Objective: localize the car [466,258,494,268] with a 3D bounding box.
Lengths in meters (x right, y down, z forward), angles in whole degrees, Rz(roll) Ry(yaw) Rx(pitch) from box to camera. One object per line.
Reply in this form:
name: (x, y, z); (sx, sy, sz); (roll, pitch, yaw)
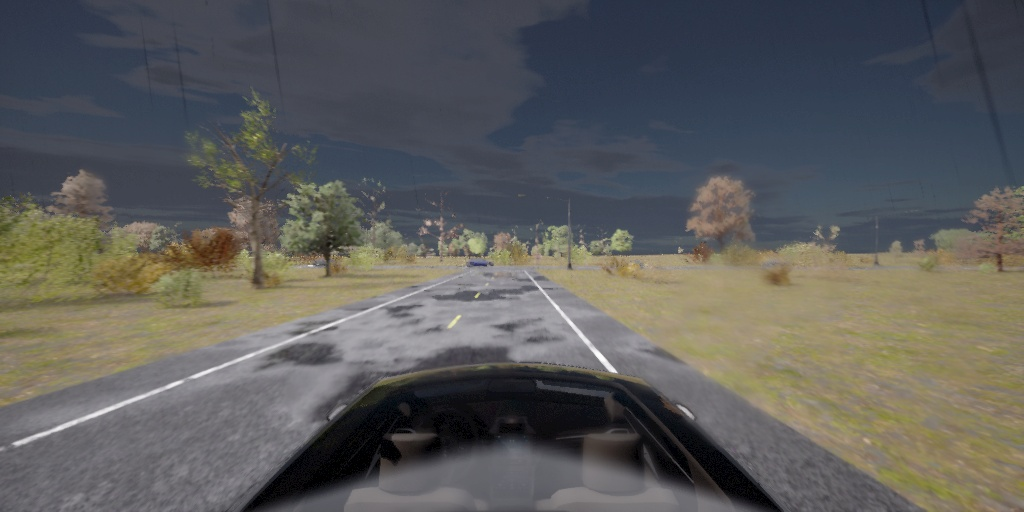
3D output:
car: (-5.230, 1.112, 59.578); (4.553, 1.767, 2.097); (0, 0, -1)
